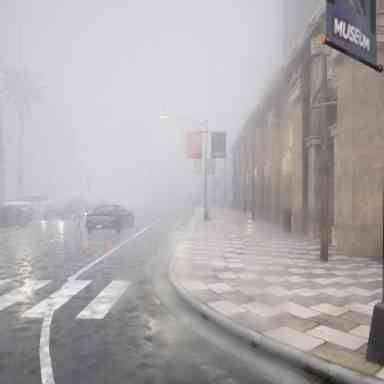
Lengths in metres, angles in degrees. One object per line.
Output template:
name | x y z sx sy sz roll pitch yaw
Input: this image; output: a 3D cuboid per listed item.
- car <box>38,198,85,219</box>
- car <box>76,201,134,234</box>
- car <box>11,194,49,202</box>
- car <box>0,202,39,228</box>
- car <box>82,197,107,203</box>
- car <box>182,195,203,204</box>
car | -11.409 1.525 29.468 1.812 1.442 4.674 0 0 2
car | -4.620 1.504 19.280 2.128 1.511 4.902 0 0 2
car | -14.885 1.221 30.332 2.150 2.045 5.566 0 0 2
car | -11.705 1.547 20.044 2.033 1.411 5.357 0 0 1
car | -11.033 1.525 39.350 1.812 1.442 4.674 0 0 2
car | 0.117 1.340 64.320 2.097 1.767 4.553 1 1 38
